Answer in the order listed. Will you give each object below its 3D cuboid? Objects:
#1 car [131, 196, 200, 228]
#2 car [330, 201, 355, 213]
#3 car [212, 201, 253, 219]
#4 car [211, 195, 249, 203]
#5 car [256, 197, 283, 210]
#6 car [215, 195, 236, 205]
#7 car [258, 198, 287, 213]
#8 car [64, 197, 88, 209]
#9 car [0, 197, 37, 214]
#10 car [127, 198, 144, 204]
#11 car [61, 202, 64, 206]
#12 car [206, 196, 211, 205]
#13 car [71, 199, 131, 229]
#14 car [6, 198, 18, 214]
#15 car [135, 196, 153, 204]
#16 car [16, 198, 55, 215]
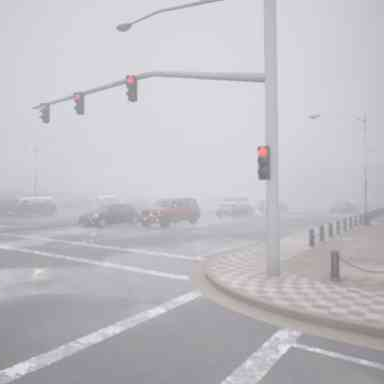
[{"bbox_3d":[-1.580,1.473,24.857,2.150,2.045,5.566,-1,-1,36],"label":"car"},{"bbox_3d":[17.799,1.751,39.125,1.895,1.301,4.718,-1,-1,36],"label":"car"},{"bbox_3d":[4.194,1.849,32.730,1.895,1.301,4.718,-1,-1,36],"label":"car"},{"bbox_3d":[5.000,1.512,39.750,2.150,2.045,5.566,-1,-1,36],"label":"car"},{"bbox_3d":[11.303,1.638,48.283,2.097,1.767,4.553,-1,-1,37],"label":"car"},{"bbox_3d":[6.699,1.615,65.693,1.932,1.855,4.605,-1,-1,36],"label":"car"},{"bbox_3d":[10.290,1.770,41.026,1.812,1.442,4.674,-1,-1,36],"label":"car"},{"bbox_3d":[-21.794,1.911,64.964,1.932,1.855,4.605,-1,-1,36],"label":"car"},{"bbox_3d":[-26.269,1.847,49.548,1.932,1.855,4.605,-1,-1,36],"label":"car"},{"bbox_3d":[-13.730,2.184,80.800,1.970,1.475,3.806,-1,-1,36],"label":"car"},{"bbox_3d":[-24.085,2.159,66.733,1.784,1.438,3.905,-1,-1,36],"label":"car"},{"bbox_3d":[4.402,1.655,67.455,1.905,1.878,3.866,-1,-1,36],"label":"car"},{"bbox_3d":[-6.120,1.650,24.575,2.097,1.767,4.553,-1,-1,36],"label":"car"},{"bbox_3d":[-24.078,2.023,47.995,1.784,1.438,3.905,-1,-1,36],"label":"car"},{"bbox_3d":[-11.410,1.907,79.074,1.905,1.878,3.866,-1,-1,36],"label":"car"},{"bbox_3d":[-21.749,2.017,46.275,1.970,1.475,3.806,-1,-1,36],"label":"car"}]
